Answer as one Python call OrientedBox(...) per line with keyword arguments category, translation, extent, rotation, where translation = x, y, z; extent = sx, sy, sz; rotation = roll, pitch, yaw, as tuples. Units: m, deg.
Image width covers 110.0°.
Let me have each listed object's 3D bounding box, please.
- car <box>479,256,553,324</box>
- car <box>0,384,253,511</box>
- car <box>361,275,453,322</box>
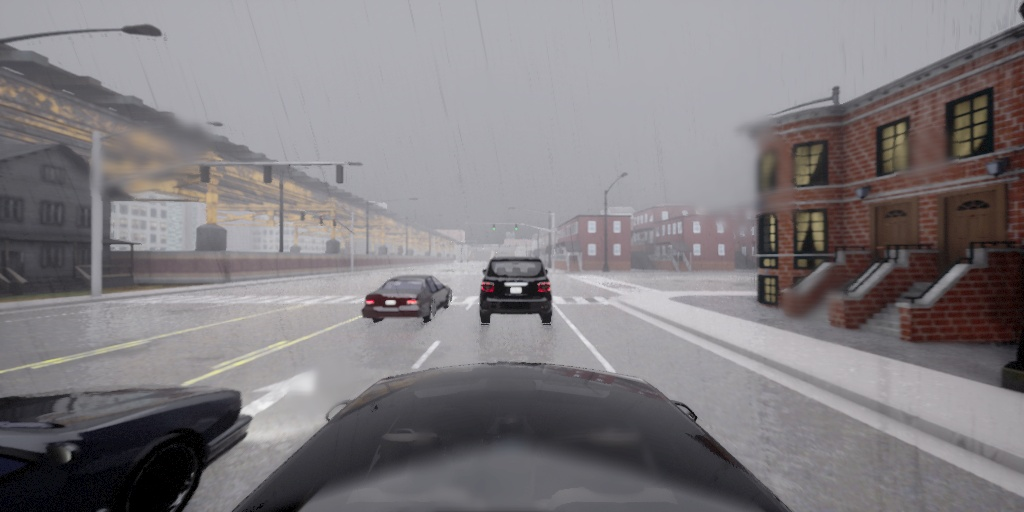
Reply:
OrientedBox(category="car", translation=(0.119, 1.038, 12.431), extent=(2.150, 2.045, 5.566), rotation=(0, 0, 0))
OrientedBox(category="car", translation=(-3.395, 1.293, 0.945), extent=(2.033, 1.411, 5.357), rotation=(0, 0, 0))
OrientedBox(category="car", translation=(-3.400, 1.365, 12.569), extent=(2.033, 1.411, 5.357), rotation=(0, 0, 0))
